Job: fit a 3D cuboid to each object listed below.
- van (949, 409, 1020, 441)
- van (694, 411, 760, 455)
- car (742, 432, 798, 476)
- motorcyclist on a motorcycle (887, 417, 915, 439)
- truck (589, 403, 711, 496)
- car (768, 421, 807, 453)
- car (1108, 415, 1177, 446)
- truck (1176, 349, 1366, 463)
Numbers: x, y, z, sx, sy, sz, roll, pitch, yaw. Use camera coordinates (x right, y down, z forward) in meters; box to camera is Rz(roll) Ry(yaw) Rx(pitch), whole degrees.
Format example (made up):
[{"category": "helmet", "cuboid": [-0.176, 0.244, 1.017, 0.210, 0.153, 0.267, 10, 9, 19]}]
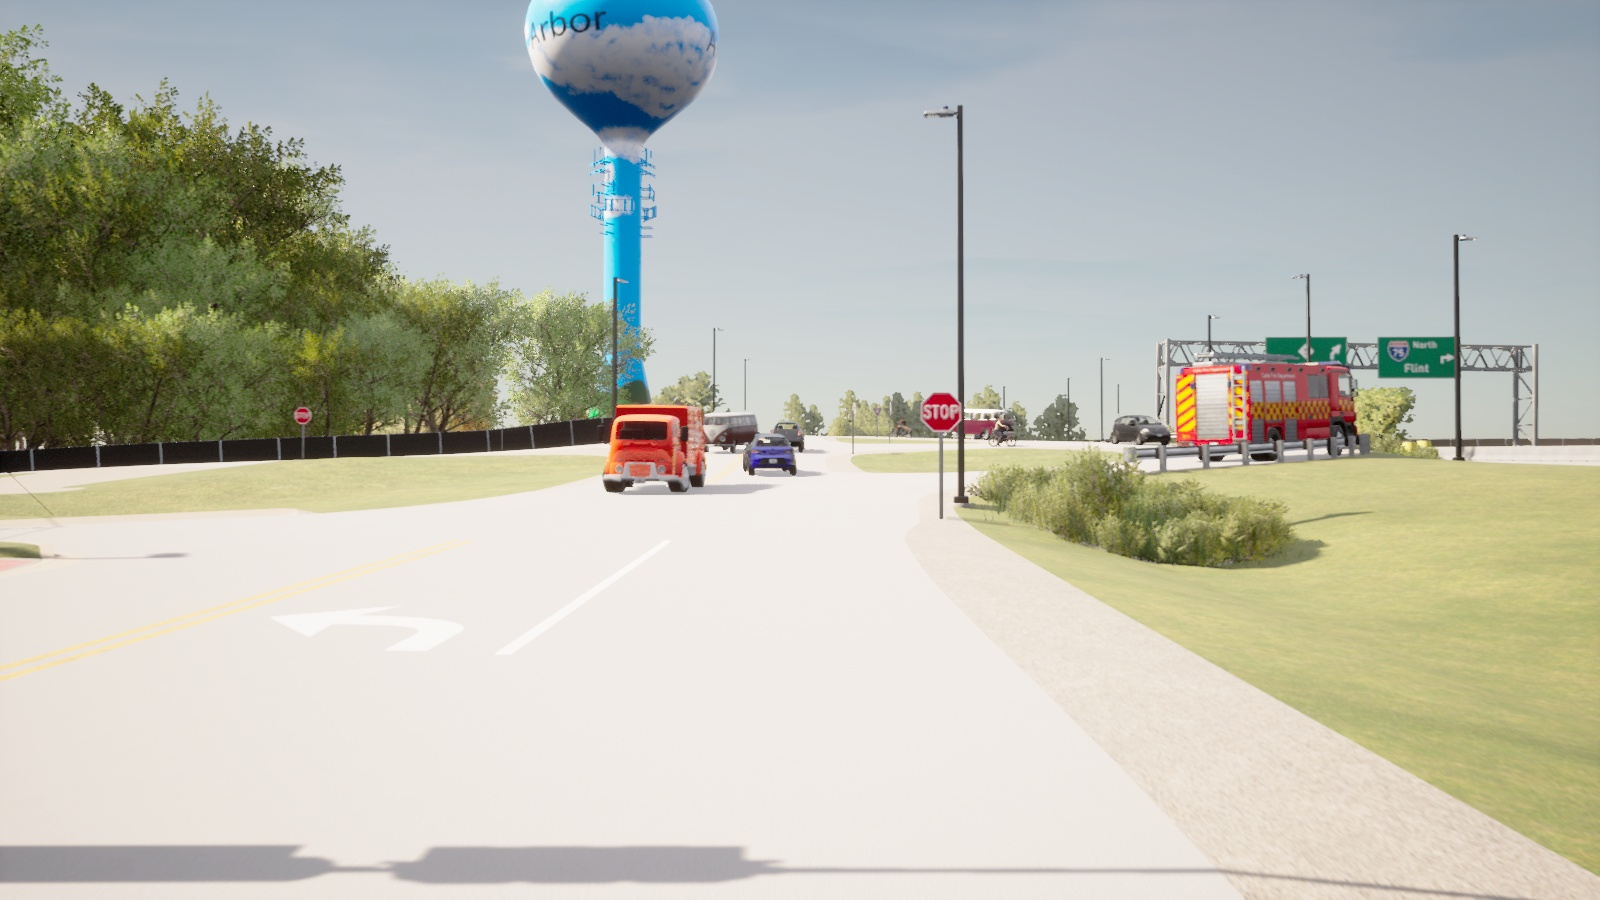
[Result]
[{"category": "van", "cuboid": [12.017, -1.639, 81.981, 2.069, 2.038, 4.480, 0, 1, -33]}, {"category": "van", "cuboid": [-3.593, -0.895, 62.719, 1.775, 1.987, 4.442, 1, 3, 18]}, {"category": "car", "cuboid": [-1.151, 0.117, 46.615, 1.816, 1.474, 4.193, 0, 2, -5]}, {"category": "motorcyclist on a motorcycle", "cuboid": [7.590, -1.679, 94.858, 0.766, 1.649, 2.350, 0, 1, -35]}, {"category": "truck", "cuboid": [-4.206, -0.073, 36.321, 2.627, 2.467, 5.204, 1, 2, 3]}, {"category": "car", "cuboid": [-0.614, -0.686, 63.820, 1.845, 1.501, 3.633, 0, 3, 2]}, {"category": "car", "cuboid": [18.430, -1.086, 67.774, 1.851, 1.617, 3.988, 0, 2, -14]}, {"category": "truck", "cuboid": [17.409, -1.582, 46.070, 8.468, 3.827, 2.891, -2, 1, -42]}]
